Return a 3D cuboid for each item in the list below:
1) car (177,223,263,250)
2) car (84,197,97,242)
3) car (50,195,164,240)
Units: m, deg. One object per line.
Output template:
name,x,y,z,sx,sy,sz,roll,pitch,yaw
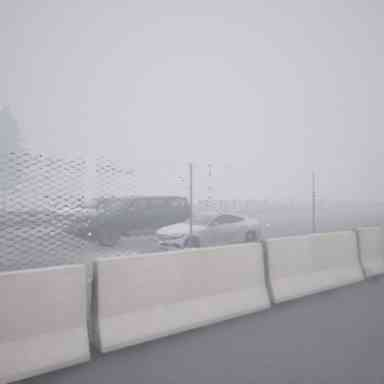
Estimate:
car,0.784,1.494,13.132,4.674,1.442,1.812,0,0,-35
car,-2.456,1.190,15.123,5.566,2.045,2.150,0,0,-35
car,-4.491,1.186,17.971,5.566,2.045,2.150,0,0,-35
